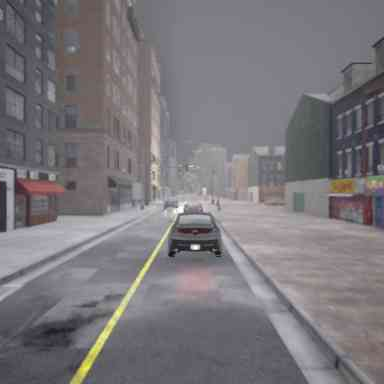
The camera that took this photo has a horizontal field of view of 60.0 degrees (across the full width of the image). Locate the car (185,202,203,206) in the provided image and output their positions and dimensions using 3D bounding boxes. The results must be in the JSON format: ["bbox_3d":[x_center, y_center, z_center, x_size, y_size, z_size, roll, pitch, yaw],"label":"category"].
[{"bbox_3d":[0.115,1.608,32.459,1.895,1.301,4.718,0,0,0],"label":"car"}]

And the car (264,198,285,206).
[{"bbox_3d":[13.916,1.582,52.481,4.829,1.417,1.752,0,-1,0],"label":"car"}]

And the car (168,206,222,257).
[{"bbox_3d":[0.107,1.513,13.055,1.837,1.490,4.892,0,0,0],"label":"car"}]

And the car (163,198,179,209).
[{"bbox_3d":[-2.729,1.543,44.485,2.033,1.411,5.357,0,0,0],"label":"car"}]
